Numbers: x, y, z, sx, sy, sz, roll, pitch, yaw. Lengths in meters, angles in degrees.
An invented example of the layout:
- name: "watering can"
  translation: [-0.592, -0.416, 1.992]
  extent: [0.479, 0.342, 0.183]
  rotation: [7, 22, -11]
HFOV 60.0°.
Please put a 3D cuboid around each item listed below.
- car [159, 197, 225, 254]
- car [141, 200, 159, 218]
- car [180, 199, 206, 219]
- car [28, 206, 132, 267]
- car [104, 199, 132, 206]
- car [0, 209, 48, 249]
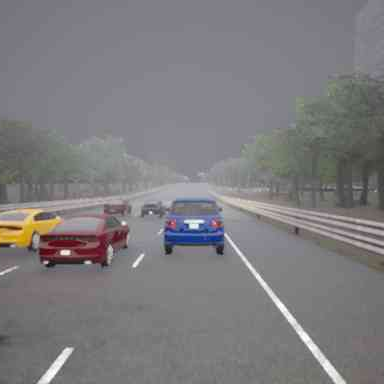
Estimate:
- name: "car"
  translation: [0.094, 1.217, 13.648]
  extent: [2.150, 2.045, 5.566]
  rotation: [0, 0, 1]
- name: "car"
  translation: [-3.417, 1.465, 30.022]
  extent: [1.837, 1.490, 4.892]
  rotation: [0, 0, 0]
- name: "car"
  translation: [0.083, 1.451, 29.921]
  extent: [2.128, 1.511, 4.902]
  rotation: [0, 0, 0]
- name: "car"
  translation: [-3.420, 1.476, 11.477]
  extent: [1.882, 1.535, 5.008]
  rotation: [0, 0, 0]
- name: "car"
  translation: [-6.916, 1.433, 31.428]
  extent: [1.882, 1.535, 5.008]
  rotation: [0, 0, 0]
- name: "car"
  translation: [-6.914, 1.473, 14.170]
  extent: [1.882, 1.535, 5.008]
  rotation: [0, 0, 0]
